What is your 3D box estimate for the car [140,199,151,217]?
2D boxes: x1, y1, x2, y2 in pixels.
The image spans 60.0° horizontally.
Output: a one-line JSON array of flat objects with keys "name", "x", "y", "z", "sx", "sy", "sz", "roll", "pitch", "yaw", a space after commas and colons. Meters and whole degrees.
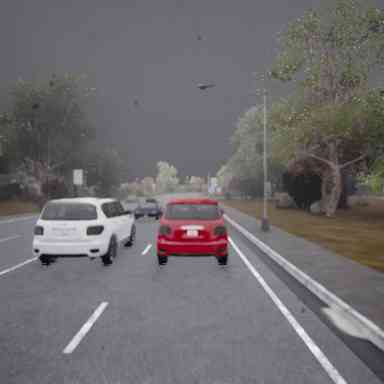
[{"name": "car", "x": -3.462, "y": 1.532, "z": 27.341, "sx": 1.895, "sy": 1.301, "sz": 4.718, "roll": 0, "pitch": 0, "yaw": 1}]

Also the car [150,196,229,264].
[{"name": "car", "x": 0.032, "y": 1.208, "z": 11.865, "sx": 2.150, "sy": 2.045, "sz": 5.566, "roll": 0, "pitch": 0, "yaw": 0}]

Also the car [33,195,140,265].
[{"name": "car", "x": -3.468, "y": 1.208, "z": 11.765, "sx": 2.150, "sy": 2.045, "sz": 5.566, "roll": 0, "pitch": 0, "yaw": 0}]

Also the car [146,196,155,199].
[{"name": "car", "x": -7.048, "y": 1.420, "z": 58.040, "sx": 1.895, "sy": 1.301, "sz": 4.718, "roll": 0, "pitch": 0, "yaw": 1}]

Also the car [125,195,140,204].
[{"name": "car", "x": -10.539, "y": 1.319, "z": 59.081, "sx": 1.837, "sy": 1.490, "sz": 4.892, "roll": 0, "pitch": 1, "yaw": 1}]

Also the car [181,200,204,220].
[{"name": "car", "x": 0.050, "y": 1.452, "z": 28.620, "sx": 1.812, "sy": 1.442, "sz": 4.674, "roll": 0, "pitch": 0, "yaw": 1}]
